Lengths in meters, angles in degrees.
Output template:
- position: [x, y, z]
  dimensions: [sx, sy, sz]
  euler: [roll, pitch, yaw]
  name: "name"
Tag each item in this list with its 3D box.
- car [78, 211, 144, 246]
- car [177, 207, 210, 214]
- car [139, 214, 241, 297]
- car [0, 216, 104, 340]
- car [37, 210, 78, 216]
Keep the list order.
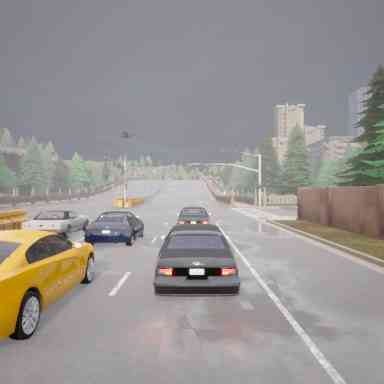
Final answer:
- position: [-3.426, 1.564, 15.310]
  dimensions: [1.994, 1.385, 4.181]
  euler: [0, 0, 0]
  name: "car"
- position: [0.098, 1.547, 18.831]
  dimensions: [2.033, 1.411, 5.357]
  euler: [0, 0, 1]
  name: "car"
- position: [0.088, 1.547, 8.764]
  dimensions: [2.033, 1.411, 5.357]
  euler: [0, 0, 0]
  name: "car"
- position: [-3.409, 1.478, 6.553]
  dimensions: [1.882, 1.535, 5.008]
  euler: [0, 0, 0]
  name: "car"
- position: [-6.924, 1.601, 17.537]
  dimensions: [1.895, 1.301, 4.718]
  euler: [0, 0, 0]
  name: "car"
